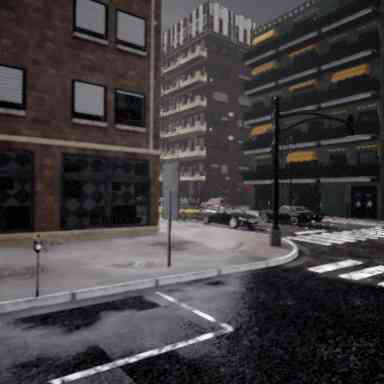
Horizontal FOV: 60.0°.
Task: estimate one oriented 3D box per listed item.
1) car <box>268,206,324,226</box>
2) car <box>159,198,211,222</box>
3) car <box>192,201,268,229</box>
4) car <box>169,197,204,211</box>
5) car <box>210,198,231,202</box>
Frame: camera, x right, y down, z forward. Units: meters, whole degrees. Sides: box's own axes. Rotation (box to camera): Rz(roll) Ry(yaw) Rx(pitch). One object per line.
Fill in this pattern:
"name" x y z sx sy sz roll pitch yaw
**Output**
"car" 6.967 1.662 24.059 1.895 1.301 4.718 1 0 -31
"car" -0.848 1.427 25.779 1.752 1.417 4.829 2 0 -36
"car" 2.332 1.528 21.418 2.008 1.369 4.403 2 0 -36
"car" -0.721 1.414 39.825 2.008 1.369 4.403 2 0 -36
"car" 2.563 1.381 35.327 1.967 1.590 4.097 2 0 -36
